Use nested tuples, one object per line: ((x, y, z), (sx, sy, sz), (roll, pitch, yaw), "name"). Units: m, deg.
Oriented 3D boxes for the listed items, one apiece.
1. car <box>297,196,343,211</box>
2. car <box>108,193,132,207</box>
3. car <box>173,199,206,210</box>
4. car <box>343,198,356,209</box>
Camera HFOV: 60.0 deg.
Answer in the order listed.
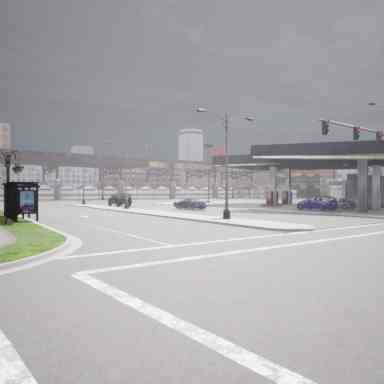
((14.343, 1.295, 38.345), (2.242, 1.667, 4.611), (0, 0, -35), "car")
((-11.347, 1.222, 52.236), (2.150, 2.045, 5.566), (0, 0, -35), "car")
((-0.349, 1.547, 42.594), (2.033, 1.411, 5.357), (0, 0, -35), "car")
((18.617, 1.456, 42.259), (1.970, 1.475, 3.806), (0, 0, -35), "car")
